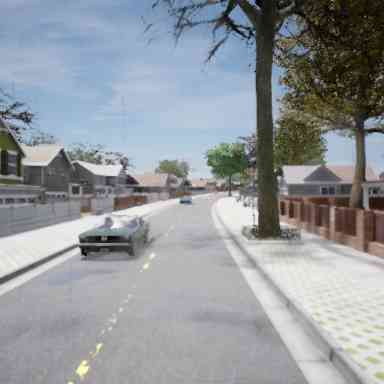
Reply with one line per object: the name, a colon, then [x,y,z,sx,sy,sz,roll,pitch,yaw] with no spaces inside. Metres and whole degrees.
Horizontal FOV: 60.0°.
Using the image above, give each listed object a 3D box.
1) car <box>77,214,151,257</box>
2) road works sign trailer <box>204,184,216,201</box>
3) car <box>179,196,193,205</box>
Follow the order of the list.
car: [-2.812,1.566,12.919,1.895,1.301,4.718,0,0,1]
road works sign trailer: [3.925,0.034,71.693,2.380,3.560,2.880,0,1,8]
car: [-0.851,1.297,53.252,2.033,1.411,5.357,0,0,5]
